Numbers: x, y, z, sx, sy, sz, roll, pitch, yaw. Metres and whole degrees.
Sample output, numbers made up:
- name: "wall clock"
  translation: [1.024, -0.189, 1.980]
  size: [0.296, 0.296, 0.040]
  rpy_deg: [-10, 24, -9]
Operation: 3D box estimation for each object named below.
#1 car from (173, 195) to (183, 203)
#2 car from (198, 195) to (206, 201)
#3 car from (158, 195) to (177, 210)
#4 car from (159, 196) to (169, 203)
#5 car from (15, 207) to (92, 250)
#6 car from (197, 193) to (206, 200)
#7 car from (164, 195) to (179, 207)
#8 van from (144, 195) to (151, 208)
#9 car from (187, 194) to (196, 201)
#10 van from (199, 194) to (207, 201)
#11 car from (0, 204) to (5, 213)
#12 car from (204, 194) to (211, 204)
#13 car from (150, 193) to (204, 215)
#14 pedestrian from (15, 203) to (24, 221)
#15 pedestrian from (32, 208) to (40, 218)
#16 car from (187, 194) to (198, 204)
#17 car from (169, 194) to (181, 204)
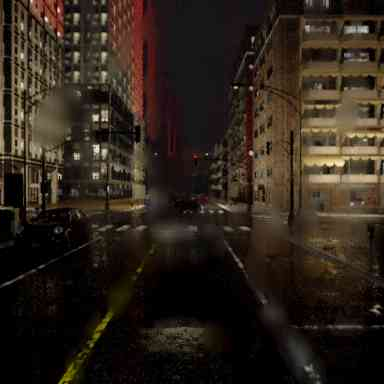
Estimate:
- name: "car"
  translation: [-3.079, 1.463, 72.985]
  size: [1.882, 1.535, 5.008]
  rpy_deg: [0, 0, 0]
- name: "car"
  translation: [2.596, 1.539, 85.454]
  size: [2.008, 1.369, 4.403]
  rpy_deg: [0, 0, 0]
- name: "car"
  translation: [-3.177, 1.335, 43.859]
  size: [2.097, 1.767, 4.553]
  rpy_deg: [0, 0, 1]
- name: "car"
  translation: [-5.766, 1.510, 68.621]
  size: [1.752, 1.417, 4.829]
  rpy_deg: [0, 0, 0]
- name: "car"
  translation: [-5.707, 1.433, 14.113]
  size: [1.967, 1.590, 4.097]
  rpy_deg: [0, 0, 0]
- name: "car"
  translation: [2.589, 1.305, 91.005]
  size: [2.192, 1.841, 5.009]
  rpy_deg: [0, 0, 0]
- name: "car"
  translation: [-3.145, 1.337, 52.650]
  size: [2.097, 1.767, 4.553]
  rpy_deg: [0, 0, 0]
- name: "van"
  translation: [-5.742, 1.324, 46.588]
  size: [1.690, 1.788, 3.998]
  rpy_deg: [0, 0, 0]
- name: "car"
  translation: [-0.091, 1.344, 85.605]
  size: [2.097, 1.767, 4.553]
  rpy_deg: [0, 0, 0]
- name: "van"
  translation: [2.601, 1.328, 79.904]
  size: [1.690, 1.788, 3.998]
  rpy_deg: [0, 0, 0]
- name: "car"
  translation: [-18.059, 1.162, 27.463]
  size: [4.902, 1.511, 2.128]
  rpy_deg: [1, 0, 0]
- name: "car"
  translation: [2.620, 1.299, 63.251]
  size: [2.192, 1.841, 5.009]
  rpy_deg: [0, 0, 0]
- name: "car"
  translation: [-1.346, 1.202, 33.682]
  size: [2.150, 2.045, 5.566]
  rpy_deg: [3, 1, 31]
- name: "pedestrian"
  translation: [-9.779, 1.124, 18.843]
  size: [0.375, 1.860, 0.375]
  rpy_deg: [0, 0, 0]
- name: "pedestrian"
  translation: [-8.382, 1.412, 18.203]
  size: [0.375, 1.300, 0.375]
  rpy_deg: [0, 0, 0]
- name: "car"
  translation: [0.028, 1.337, 66.267]
  size: [2.097, 1.767, 4.553]
  rpy_deg: [0, 0, 0]
- name: "car"
  translation: [-3.119, 1.336, 62.541]
  size: [2.097, 1.767, 4.553]
  rpy_deg: [0, 0, 0]
